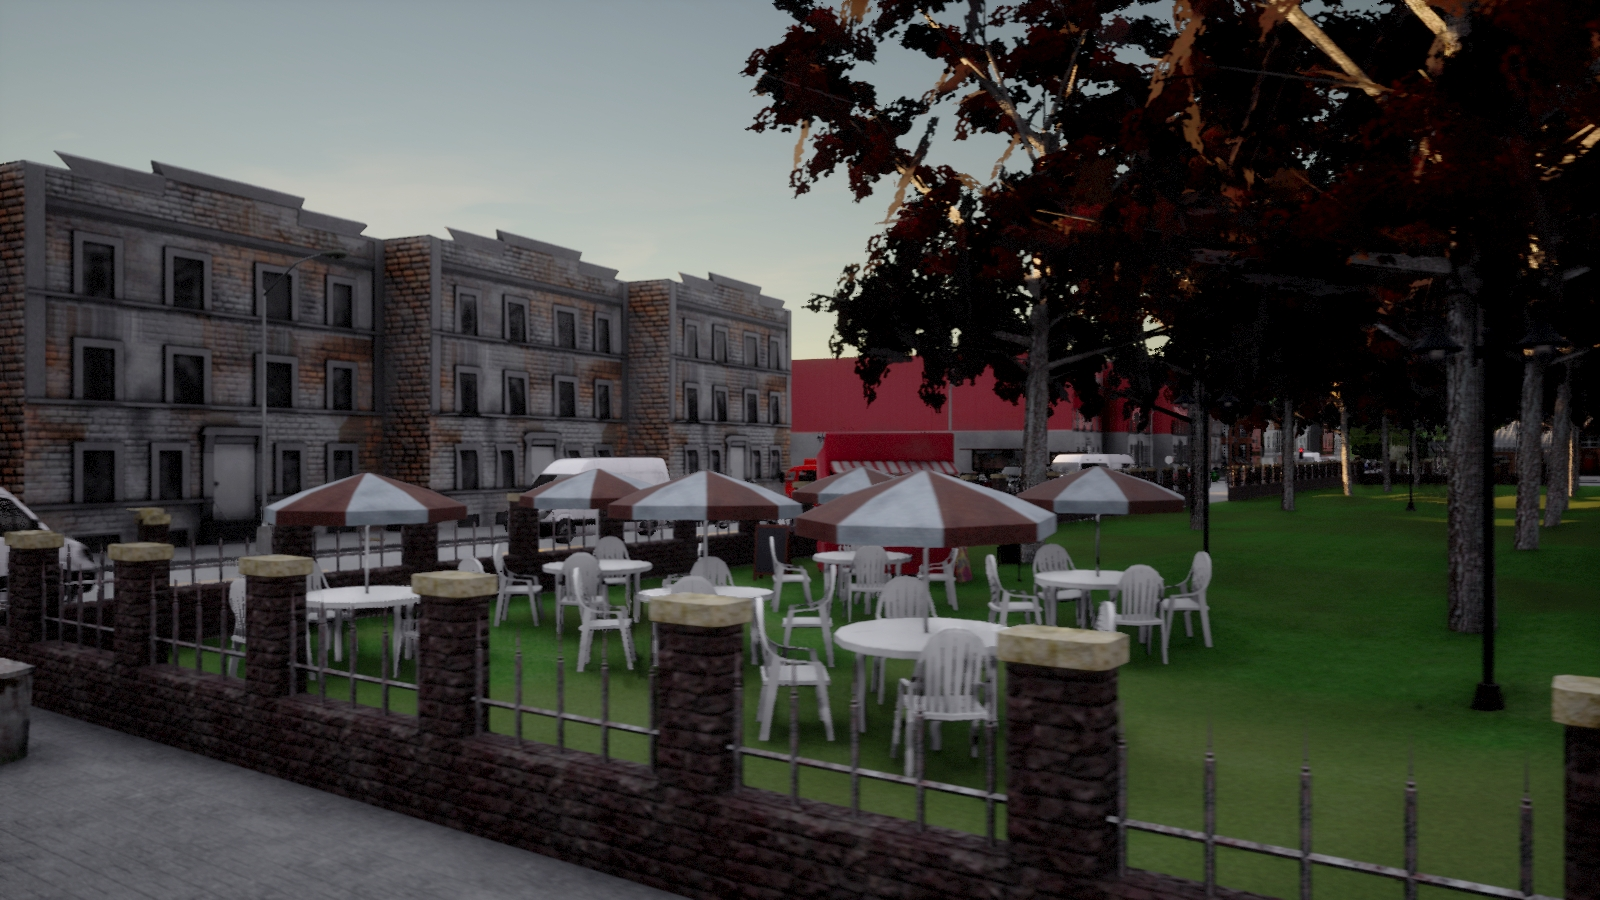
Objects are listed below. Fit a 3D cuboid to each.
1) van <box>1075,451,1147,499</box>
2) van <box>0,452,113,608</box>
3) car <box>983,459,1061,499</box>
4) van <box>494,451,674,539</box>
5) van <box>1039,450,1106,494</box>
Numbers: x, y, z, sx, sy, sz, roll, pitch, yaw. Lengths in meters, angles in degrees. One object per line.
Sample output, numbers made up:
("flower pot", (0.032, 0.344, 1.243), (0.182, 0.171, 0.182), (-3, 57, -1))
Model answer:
("van", (17.447, 1.314, 63.858), (1.988, 2.561, 5.915), (0, 0, 35))
("van", (-14.472, 1.313, 18.285), (1.988, 2.561, 5.915), (0, 0, 23))
("car", (12.408, 1.559, 63.570), (2.150, 2.045, 5.566), (0, 0, 35))
("van", (-6.710, 1.314, 36.285), (1.988, 2.561, 5.915), (0, 0, 35))
("van", (16.691, 1.315, 69.748), (1.988, 2.561, 5.915), (0, 0, 35))
